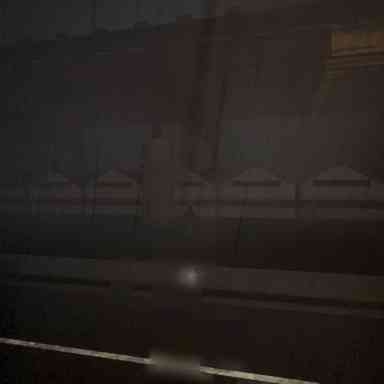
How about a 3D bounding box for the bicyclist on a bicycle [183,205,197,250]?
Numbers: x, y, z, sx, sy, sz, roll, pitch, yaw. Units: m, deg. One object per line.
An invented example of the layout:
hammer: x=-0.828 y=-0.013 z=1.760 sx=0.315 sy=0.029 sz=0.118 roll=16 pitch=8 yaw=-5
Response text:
bicyclist on a bicycle: x=-0.102 y=1.302 z=12.512 sx=0.582 sy=1.620 sz=1.656 roll=0 pitch=2 yaw=-11
